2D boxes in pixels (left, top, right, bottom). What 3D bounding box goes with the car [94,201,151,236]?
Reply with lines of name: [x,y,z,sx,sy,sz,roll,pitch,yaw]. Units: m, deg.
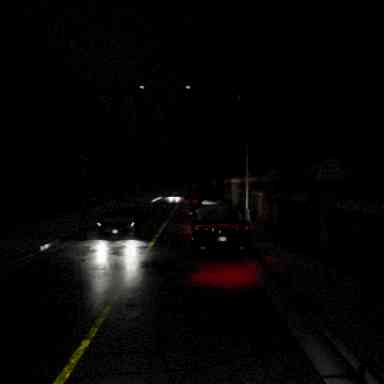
car: [-3.098,1.146,16.050,2.033,1.411,5.357,0,1,0]

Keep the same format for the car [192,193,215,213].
car: [0.903,0.826,28.253,1.812,1.442,4.674,0,1,0]

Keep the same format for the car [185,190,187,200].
car: [0.015,0.172,48.287,2.097,1.767,4.553,0,1,0]

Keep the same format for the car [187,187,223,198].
car: [0.902,0.670,22.277,2.150,2.045,5.566,0,1,0]

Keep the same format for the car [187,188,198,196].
car: [0.006,0.055,62.250,1.994,1.385,4.181,0,1,0]

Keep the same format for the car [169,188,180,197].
car: [-3.046,0.073,58.394,2.128,1.511,4.902,0,1,1]

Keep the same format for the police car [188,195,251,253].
police car: [0.901,1.114,12.365,1.930,1.638,5.238,0,1,0]
